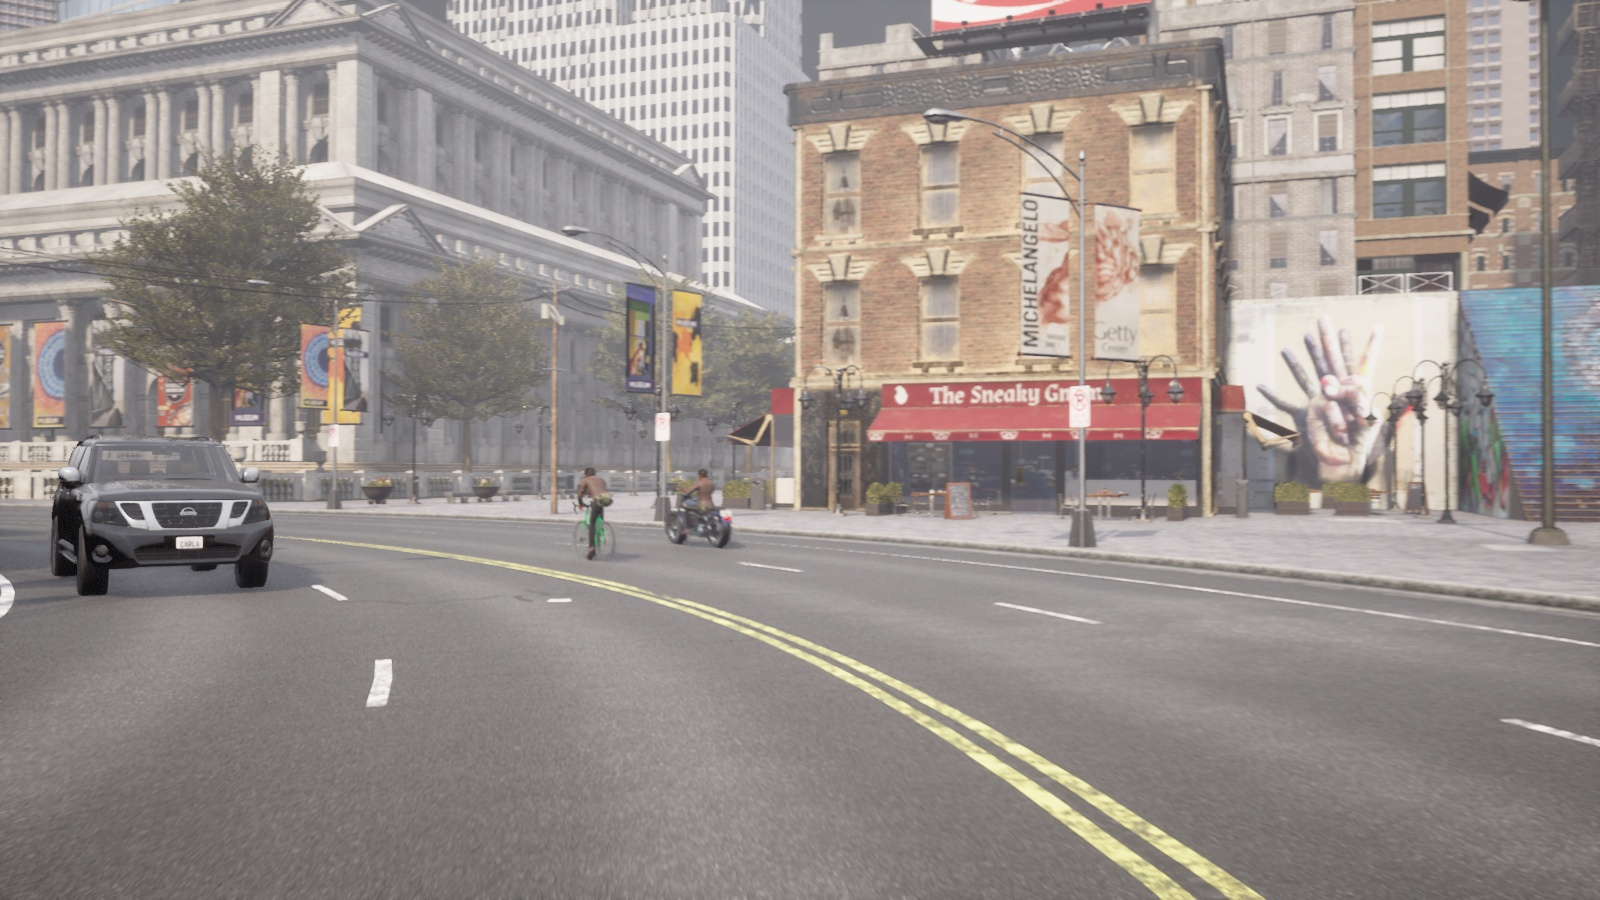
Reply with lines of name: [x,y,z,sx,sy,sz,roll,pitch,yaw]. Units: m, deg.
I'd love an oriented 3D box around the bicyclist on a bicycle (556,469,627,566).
bicyclist on a bicycle: [-3.674,1.156,22.013,0.582,1.620,1.656,0,-1,-34]

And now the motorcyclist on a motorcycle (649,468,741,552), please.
motorcyclist on a motorcycle: [-2.212,1.213,26.032,0.766,1.649,2.350,0,-1,-36]

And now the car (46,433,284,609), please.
car: [-9.001,0.875,17.488,2.150,2.045,5.566,0,-1,-35]
